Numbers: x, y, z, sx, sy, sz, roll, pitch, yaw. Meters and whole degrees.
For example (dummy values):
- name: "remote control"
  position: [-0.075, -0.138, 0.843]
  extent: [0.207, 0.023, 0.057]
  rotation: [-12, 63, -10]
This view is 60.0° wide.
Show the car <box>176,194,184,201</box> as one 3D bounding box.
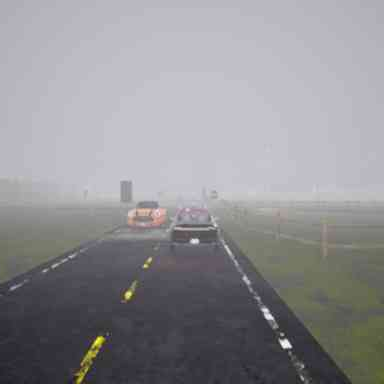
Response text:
- name: "car"
  position: [-2.776, 1.270, 78.734]
  extent: [1.837, 1.490, 4.892]
  rotation: [0, 0, 0]

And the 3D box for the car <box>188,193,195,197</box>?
- name: "car"
  position: [-0.029, 1.333, 86.805]
  extent: [1.895, 1.301, 4.718]
  rotation: [0, 0, 0]

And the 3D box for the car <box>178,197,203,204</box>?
- name: "car"
  position: [0.085, 1.407, 24.295]
  extent: [1.882, 1.535, 5.008]
  rotation: [0, 0, 0]

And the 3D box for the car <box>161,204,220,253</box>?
- name: "car"
  position: [0.092, 1.452, 13.616]
  extent: [2.128, 1.511, 4.902]
  rotation: [0, 0, 0]

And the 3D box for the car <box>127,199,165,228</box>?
- name: "car"
  position: [-2.823, 1.288, 21.557]
  extent: [2.097, 1.767, 4.553]
  rotation: [0, 0, 0]
